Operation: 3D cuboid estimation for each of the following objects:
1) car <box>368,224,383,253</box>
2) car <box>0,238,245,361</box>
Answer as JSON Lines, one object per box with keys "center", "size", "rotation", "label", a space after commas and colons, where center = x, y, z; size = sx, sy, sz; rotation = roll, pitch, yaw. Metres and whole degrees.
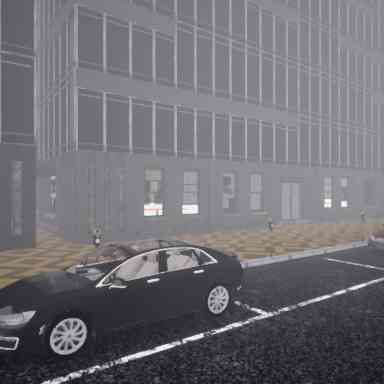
{"center": [8.270, 1.582, 12.417], "size": [4.206, 1.307, 1.802], "rotation": [0, 0, -35], "label": "car"}
{"center": [-1.016, 1.551, 5.830], "size": [4.403, 1.369, 2.008], "rotation": [0, 0, -35], "label": "car"}
